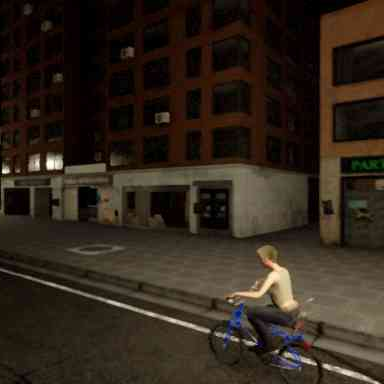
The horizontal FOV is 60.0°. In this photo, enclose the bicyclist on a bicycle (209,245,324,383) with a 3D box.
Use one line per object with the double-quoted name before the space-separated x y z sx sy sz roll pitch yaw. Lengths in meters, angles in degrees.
"bicyclist on a bicycle" 0.833 1.447 4.049 1.509 1.612 0.866 0 0 37
